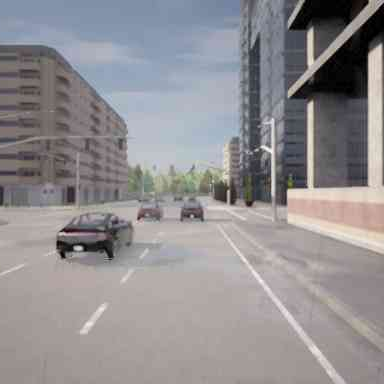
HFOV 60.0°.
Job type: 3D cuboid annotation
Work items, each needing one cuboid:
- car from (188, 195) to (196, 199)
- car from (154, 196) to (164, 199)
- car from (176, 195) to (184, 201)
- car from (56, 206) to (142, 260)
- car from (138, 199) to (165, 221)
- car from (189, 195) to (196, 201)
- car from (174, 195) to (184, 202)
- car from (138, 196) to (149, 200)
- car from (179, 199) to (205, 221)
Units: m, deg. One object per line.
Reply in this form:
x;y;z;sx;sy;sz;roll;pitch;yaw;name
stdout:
0.015;1.785;84.206;1.895;1.301;4.718;0;0;1;car
-7.128;1.668;73.188;1.837;1.490;4.892;0;0;1;car
-3.354;1.697;94.447;1.837;1.490;4.892;0;0;1;car
-3.449;1.521;12.594;2.128;1.511;4.902;0;0;1;car
-3.484;1.617;28.264;1.812;1.442;4.674;0;0;0;car
0.146;1.721;94.402;1.812;1.442;4.674;0;0;1;car
-3.486;1.545;84.191;2.097;1.767;4.553;0;0;1;car
-10.628;1.669;73.228;1.837;1.490;4.892;0;0;1;car
0.015;1.591;27.625;1.837;1.490;4.892;0;0;0;car
